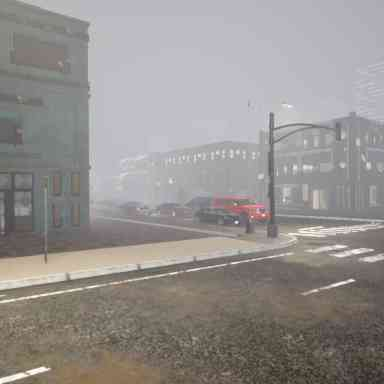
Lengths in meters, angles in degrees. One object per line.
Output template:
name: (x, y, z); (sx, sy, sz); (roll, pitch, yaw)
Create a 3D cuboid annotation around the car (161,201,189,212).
car: (-2.421, 1.965, 46.174); (1.802, 1.307, 4.206); (-2, 0, -35)

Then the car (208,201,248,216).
car: (3.990, 1.809, 37.151); (2.008, 1.369, 4.403); (-2, 0, -35)

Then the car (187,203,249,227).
car: (1.894, 1.814, 25.425); (1.947, 1.339, 4.313); (-1, 0, -35)

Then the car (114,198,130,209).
car: (-8.058, 1.950, 44.146); (2.128, 1.511, 4.902); (-1, 0, -35)

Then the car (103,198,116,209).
car: (-12.931, 2.169, 56.506); (1.895, 1.301, 4.718); (-1, 0, -35)

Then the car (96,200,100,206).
car: (-18.455, 2.226, 68.733); (1.887, 1.381, 4.507); (-1, 0, -35)

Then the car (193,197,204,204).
car: (1.110, 1.521, 36.749); (2.150, 2.045, 5.566); (-1, 0, -35)

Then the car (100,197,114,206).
car: (-15.254, 1.939, 64.221); (2.192, 1.841, 5.009); (-1, 0, -35)

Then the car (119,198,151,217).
car: (-6.048, 1.846, 36.806); (1.967, 1.590, 4.097); (-1, 0, -35)

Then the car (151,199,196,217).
car: (-2.041, 1.820, 35.658); (1.882, 1.535, 5.008); (-1, 0, -35)

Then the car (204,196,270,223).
car: (3.813, 1.449, 27.414); (2.150, 2.045, 5.566); (-1, 0, -35)
